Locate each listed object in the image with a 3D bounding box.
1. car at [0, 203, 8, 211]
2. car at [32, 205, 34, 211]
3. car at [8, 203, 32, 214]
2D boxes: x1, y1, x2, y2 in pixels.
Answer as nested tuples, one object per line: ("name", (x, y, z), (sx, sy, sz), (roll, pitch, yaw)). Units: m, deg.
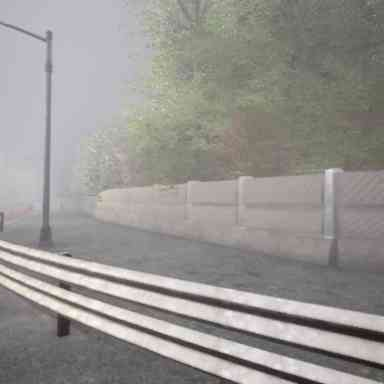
("car", (-33.700, 2.701, 60.404), (1.837, 1.490, 4.892), (1, -1, -20))
("car", (-30.166, 2.748, 60.931), (1.882, 1.535, 5.008), (1, -1, -20))
("car", (-26.859, 2.460, 52.014), (2.097, 1.767, 4.553), (1, -2, -20))
